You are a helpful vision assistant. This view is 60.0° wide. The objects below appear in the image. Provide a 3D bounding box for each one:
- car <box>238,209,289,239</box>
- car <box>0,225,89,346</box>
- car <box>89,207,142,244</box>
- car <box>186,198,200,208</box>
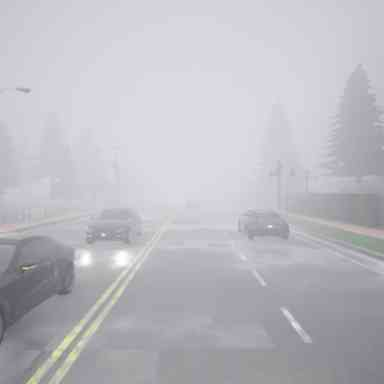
[{"bbox_3d":[3.603,1.557,17.332,1.994,1.385,4.181,0,0,0],"label":"car"},{"bbox_3d":[-3.582,1.523,6.032,1.812,1.442,4.674,0,0,0],"label":"car"},{"bbox_3d":[-3.572,1.498,15.924,1.837,1.490,4.892,0,0,0],"label":"car"},{"bbox_3d":[0.108,1.544,47.335,1.994,1.385,4.181,0,0,0],"label":"car"}]
